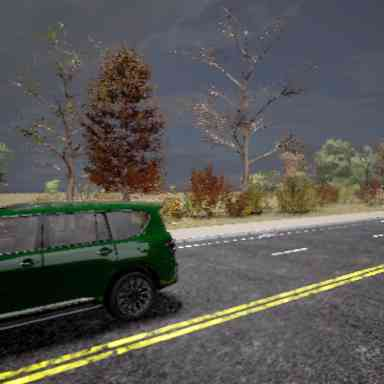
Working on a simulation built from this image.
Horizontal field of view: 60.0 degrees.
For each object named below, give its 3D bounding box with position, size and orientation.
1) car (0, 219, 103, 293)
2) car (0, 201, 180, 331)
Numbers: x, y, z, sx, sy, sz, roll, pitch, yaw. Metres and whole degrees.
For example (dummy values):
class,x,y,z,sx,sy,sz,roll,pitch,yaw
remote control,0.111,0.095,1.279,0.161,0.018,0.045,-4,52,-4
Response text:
class,x,y,z,sx,sy,sz,roll,pitch,yaw
car,-4.641,1.564,8.370,4.181,1.385,1.994,-1,0,-36
car,-2.849,1.219,5.653,5.566,2.045,2.150,-1,0,-36
